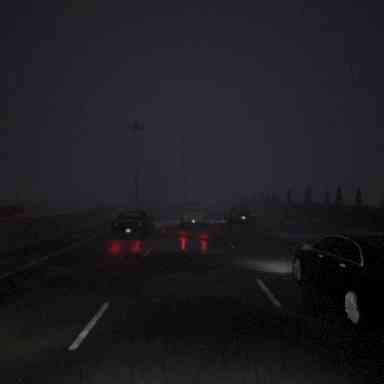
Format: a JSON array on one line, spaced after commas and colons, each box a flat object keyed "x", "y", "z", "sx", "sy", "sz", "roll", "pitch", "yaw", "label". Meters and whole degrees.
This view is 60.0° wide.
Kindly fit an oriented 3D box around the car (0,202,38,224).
[{"x": -10.595, "y": 1.519, "z": 18.017, "sx": 2.097, "sy": 1.767, "sz": 4.553, "roll": 0, "pitch": -1, "yaw": 0, "label": "car"}]

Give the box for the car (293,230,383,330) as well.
[{"x": 3.601, "y": 1.569, "z": 6.981, "sx": 1.837, "sy": 1.490, "sz": 4.892, "roll": 0, "pitch": -1, "yaw": 0, "label": "car"}]

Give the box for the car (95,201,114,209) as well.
[{"x": -14.027, "y": 2.102, "z": 53.387, "sx": 1.895, "sy": 1.301, "sz": 4.718, "roll": 0, "pitch": -1, "yaw": 0, "label": "car"}]

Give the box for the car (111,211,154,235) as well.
[{"x": -3.398, "y": 1.786, "z": 19.957, "sx": 1.895, "sy": 1.301, "sz": 4.718, "roll": 0, "pitch": -1, "yaw": 0, "label": "car"}]

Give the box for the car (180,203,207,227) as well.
[{"x": 0.096, "y": 1.753, "z": 24.429, "sx": 1.812, "sy": 1.442, "sz": 4.674, "roll": 0, "pitch": -1, "yaw": 0, "label": "car"}]

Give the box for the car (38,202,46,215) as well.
[{"x": -17.580, "y": 1.828, "z": 35.947, "sx": 2.128, "sy": 1.511, "sz": 4.902, "roll": 0, "pitch": -1, "yaw": 0, "label": "car"}]

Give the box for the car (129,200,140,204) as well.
[{"x": -10.614, "y": 2.141, "z": 62.503, "sx": 1.812, "sy": 1.442, "sz": 4.674, "roll": 0, "pitch": -1, "yaw": -1, "label": "car"}]

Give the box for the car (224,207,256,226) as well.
[{"x": 3.604, "y": 1.800, "z": 25.313, "sx": 1.994, "sy": 1.385, "sz": 4.181, "roll": 0, "pitch": -1, "yaw": 0, "label": "car"}]
